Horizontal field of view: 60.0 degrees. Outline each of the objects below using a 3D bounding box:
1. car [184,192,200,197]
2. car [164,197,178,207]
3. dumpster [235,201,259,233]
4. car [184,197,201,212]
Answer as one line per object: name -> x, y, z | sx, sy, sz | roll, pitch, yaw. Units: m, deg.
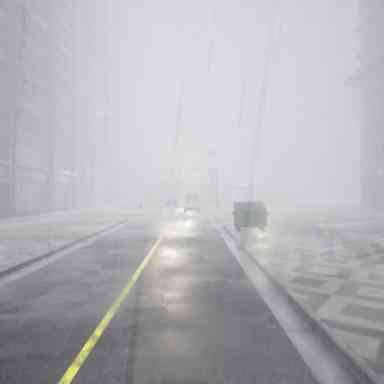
car -> -0.015, 1.189, 51.711 | 2.150, 2.045, 5.566 | 0, 0, 0
car -> -3.018, 1.496, 49.340 | 1.882, 1.535, 5.008 | 0, 0, 0
dumpster -> 3.117, 1.387, 19.061 | 1.020, 1.700, 1.940 | -1, -1, 0
car -> 0.069, 1.583, 37.917 | 1.895, 1.301, 4.718 | 0, 0, 1
